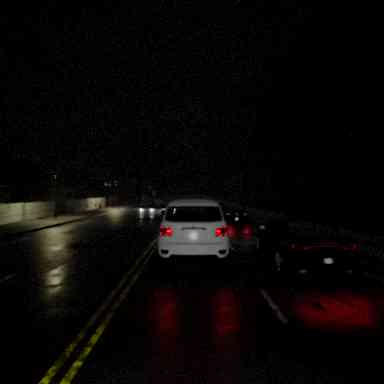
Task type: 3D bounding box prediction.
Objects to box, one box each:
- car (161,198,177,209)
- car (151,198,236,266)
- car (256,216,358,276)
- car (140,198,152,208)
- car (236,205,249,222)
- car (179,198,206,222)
[{"bbox_3d":[-3.353,1.638,49.797,2.128,1.511,4.902,0,0,0],"label":"car"},{"bbox_3d":[0.059,1.255,11.790,2.150,2.045,5.566,0,0,0],"label":"car"},{"bbox_3d":[3.299,1.506,10.500,1.882,1.535,5.008,0,0,0],"label":"car"},{"bbox_3d":[-6.603,1.674,49.800,1.812,1.442,4.674,0,0,0],"label":"car"},{"bbox_3d":[3.302,1.678,26.590,1.895,1.301,4.718,0,0,0],"label":"car"},{"bbox_3d":[0.058,1.432,27.732,2.097,1.767,4.553,0,0,0],"label":"car"}]
